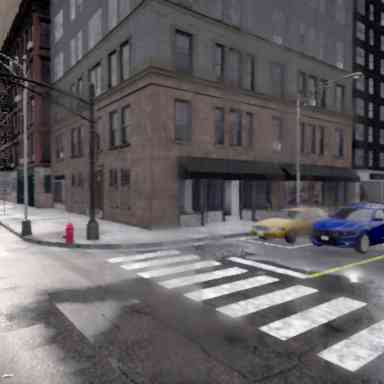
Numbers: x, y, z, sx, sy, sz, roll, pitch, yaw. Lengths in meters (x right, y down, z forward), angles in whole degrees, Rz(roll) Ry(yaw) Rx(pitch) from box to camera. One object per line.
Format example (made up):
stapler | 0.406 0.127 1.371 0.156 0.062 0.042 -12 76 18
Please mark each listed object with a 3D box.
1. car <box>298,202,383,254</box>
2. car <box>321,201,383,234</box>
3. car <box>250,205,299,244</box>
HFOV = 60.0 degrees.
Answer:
car | 6.489 1.263 12.754 5.008 1.535 1.882 -1 1 -37
car | 9.084 1.258 17.860 4.403 1.369 2.008 -1 1 -37
car | 4.611 1.281 14.519 4.829 1.417 1.752 -1 1 -37
